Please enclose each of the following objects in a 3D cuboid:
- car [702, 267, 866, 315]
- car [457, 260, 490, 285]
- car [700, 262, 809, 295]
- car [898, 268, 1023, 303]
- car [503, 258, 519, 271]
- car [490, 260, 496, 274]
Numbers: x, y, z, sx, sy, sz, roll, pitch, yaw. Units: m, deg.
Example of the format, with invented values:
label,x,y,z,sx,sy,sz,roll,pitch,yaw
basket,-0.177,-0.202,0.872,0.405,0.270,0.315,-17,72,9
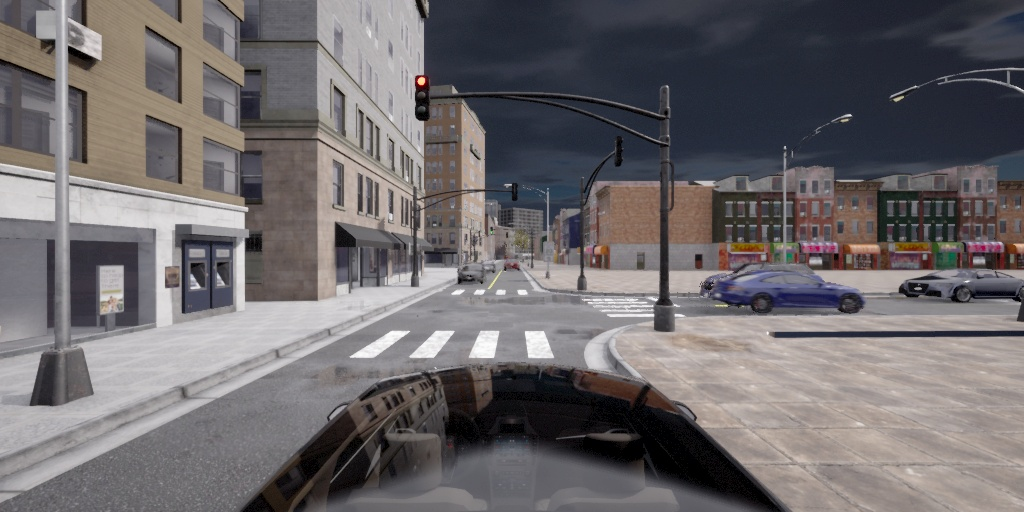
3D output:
label,x,y,z,sx,sy,sz,roll,pitch,yaw
car,9.716,1.240,12.836,4.674,1.442,1.812,0,0,2
car,-2.877,1.257,26.548,1.837,1.490,4.892,0,0,0
car,10.743,1.054,15.597,4.553,1.767,2.097,0,0,1
car,19.665,1.233,15.625,4.181,1.385,1.994,0,0,-1
car,-0.152,1.116,50.704,2.097,1.767,4.553,0,0,-4
car,-2.875,1.247,41.921,2.128,1.511,4.902,0,0,0
